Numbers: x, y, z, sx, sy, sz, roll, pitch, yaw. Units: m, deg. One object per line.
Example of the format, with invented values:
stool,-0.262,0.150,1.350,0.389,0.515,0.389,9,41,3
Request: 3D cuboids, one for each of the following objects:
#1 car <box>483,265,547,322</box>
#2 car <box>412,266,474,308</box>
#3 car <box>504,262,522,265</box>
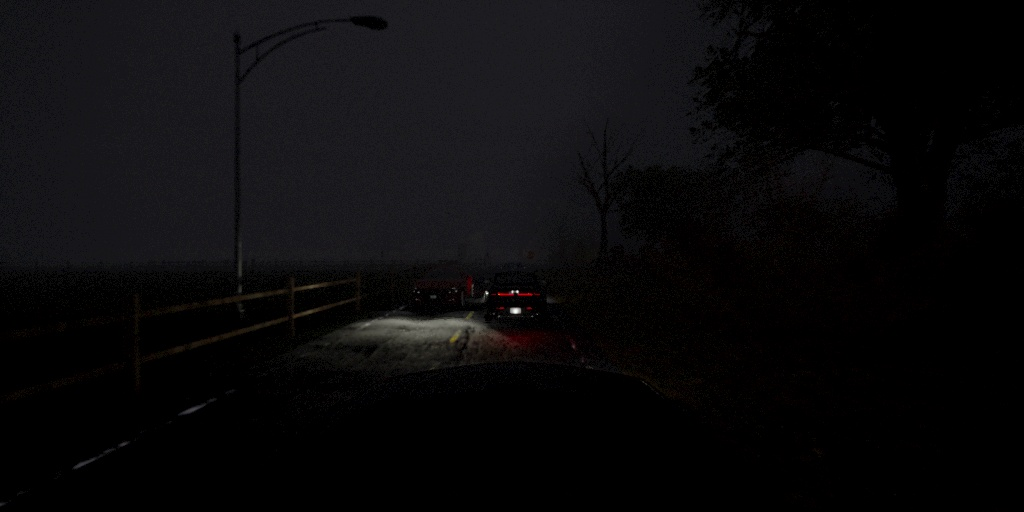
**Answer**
car,0.097,1.207,12.050,1.837,1.490,4.892,0,0,0
car,-2.763,1.165,15.116,1.882,1.535,5.008,0,0,0
car,0.093,1.162,27.848,2.033,1.411,5.357,0,0,0
